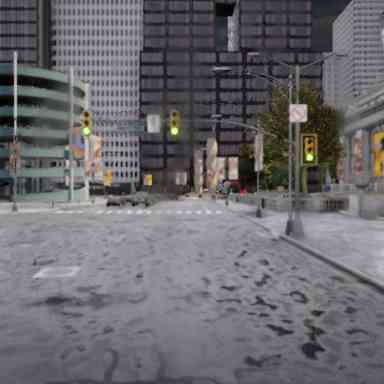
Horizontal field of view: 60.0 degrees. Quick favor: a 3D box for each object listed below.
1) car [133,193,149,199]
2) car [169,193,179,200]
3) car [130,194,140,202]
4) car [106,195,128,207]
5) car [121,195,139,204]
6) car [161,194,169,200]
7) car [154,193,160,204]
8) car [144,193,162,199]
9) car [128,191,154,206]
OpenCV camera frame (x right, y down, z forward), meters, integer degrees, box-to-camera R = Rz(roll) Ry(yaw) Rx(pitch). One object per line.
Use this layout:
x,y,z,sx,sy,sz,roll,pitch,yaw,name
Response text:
-13.105,1.009,85.476,1.994,1.385,4.181,0,0,-43,car
-4.799,1.044,79.109,1.837,1.490,4.892,0,0,-29,car
-11.449,1.117,66.890,1.837,1.490,4.892,0,0,-10,car
-10.593,1.277,46.796,2.033,1.411,5.357,0,0,0,car
-10.580,1.219,56.871,2.033,1.411,5.357,0,0,0,car
-7.535,1.152,76.795,1.895,1.301,4.718,0,0,-25,car
-7.092,1.197,56.937,1.812,1.442,4.674,0,0,0,car
-10.377,0.974,87.669,2.033,1.411,5.357,0,0,-43,car
-7.101,0.948,47.300,2.150,2.045,5.566,0,0,0,car
